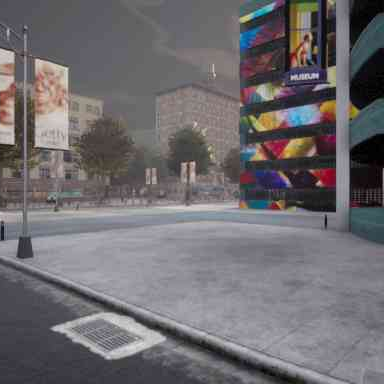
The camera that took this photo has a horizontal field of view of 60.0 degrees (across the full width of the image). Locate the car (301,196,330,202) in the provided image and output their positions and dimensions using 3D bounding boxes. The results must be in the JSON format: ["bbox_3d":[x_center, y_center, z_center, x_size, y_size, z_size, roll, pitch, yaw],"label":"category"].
[{"bbox_3d":[14.246,1.320,39.325,2.002,1.452,4.674,0,0,43],"label":"car"}]

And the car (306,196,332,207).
[{"bbox_3d":[19.561,1.413,51.051,2.161,1.482,4.786,0,0,43],"label":"car"}]
